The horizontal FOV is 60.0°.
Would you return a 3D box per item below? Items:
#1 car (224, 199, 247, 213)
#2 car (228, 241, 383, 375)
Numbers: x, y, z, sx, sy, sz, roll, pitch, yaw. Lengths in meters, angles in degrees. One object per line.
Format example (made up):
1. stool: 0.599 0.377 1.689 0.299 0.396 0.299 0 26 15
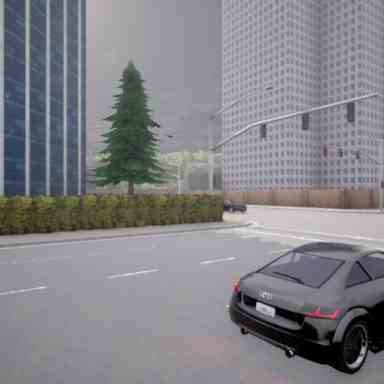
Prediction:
1. car: 3.968 1.488 36.966 1.882 1.535 5.008 0 0 -35
2. car: 2.647 1.566 5.664 4.181 1.385 1.994 0 0 -35
